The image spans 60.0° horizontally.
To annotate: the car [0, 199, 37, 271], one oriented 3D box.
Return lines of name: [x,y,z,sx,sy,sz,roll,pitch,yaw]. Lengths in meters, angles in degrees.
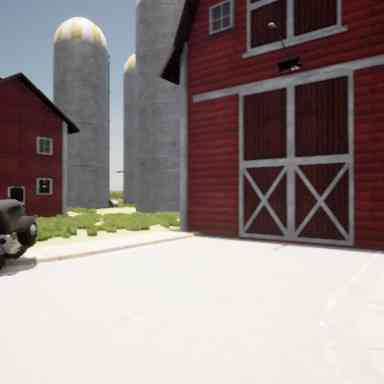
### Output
car: [-6.463,1.228,9.301,3.866,1.878,1.905,-2,5,-7]
